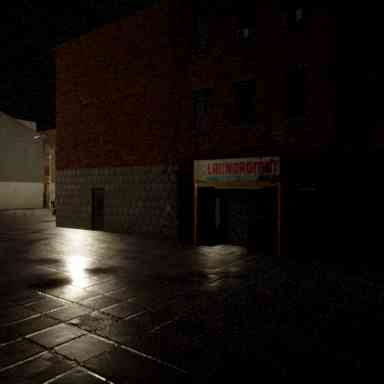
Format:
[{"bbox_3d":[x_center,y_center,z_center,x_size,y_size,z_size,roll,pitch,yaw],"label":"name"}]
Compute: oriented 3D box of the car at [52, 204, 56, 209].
[{"bbox_3d":[-13.978,1.522,39.142,2.128,1.511,4.902,0,0,36],"label":"car"}]
